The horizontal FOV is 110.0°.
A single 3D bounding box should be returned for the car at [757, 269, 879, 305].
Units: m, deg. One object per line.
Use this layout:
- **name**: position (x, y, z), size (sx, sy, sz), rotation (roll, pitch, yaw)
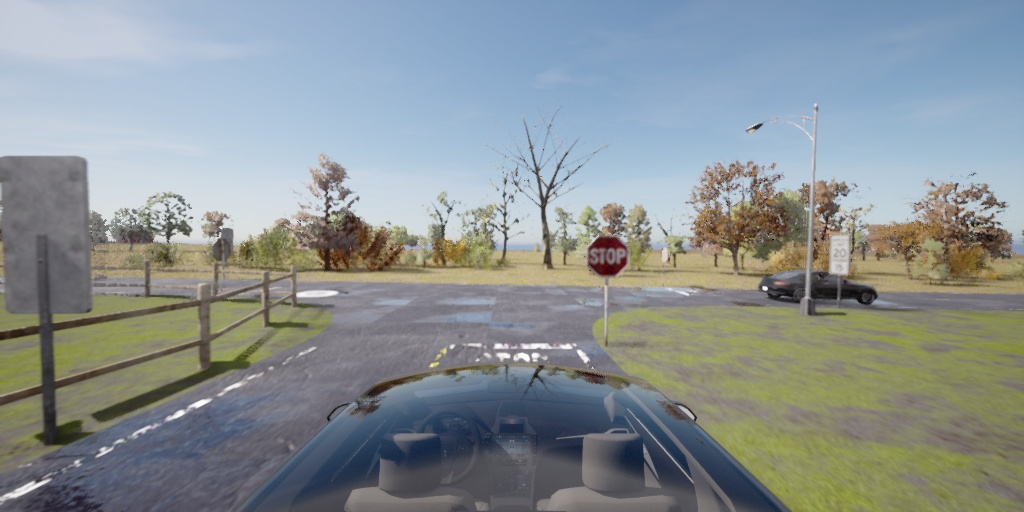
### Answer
- **car**: position (13.908, 1.357, 16.451), size (4.674, 1.442, 1.812), rotation (1, 2, 0)
